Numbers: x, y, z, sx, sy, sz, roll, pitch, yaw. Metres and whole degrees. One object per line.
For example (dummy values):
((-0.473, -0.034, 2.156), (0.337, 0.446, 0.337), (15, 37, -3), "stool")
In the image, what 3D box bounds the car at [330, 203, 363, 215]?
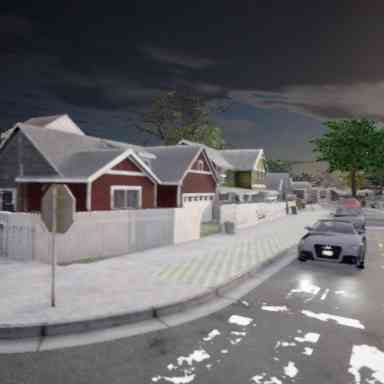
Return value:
((9.930, 1.735, 21.122), (2.128, 1.511, 4.902), (1, 0, 27), "car")

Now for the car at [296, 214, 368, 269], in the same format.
((5.081, 1.696, 11.888), (1.994, 1.385, 4.181), (2, 0, 28), "car")

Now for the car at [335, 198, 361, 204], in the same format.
((16.387, 1.644, 34.974), (2.150, 2.045, 5.566), (1, 0, 23), "car")
